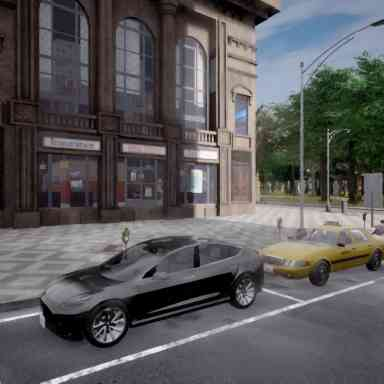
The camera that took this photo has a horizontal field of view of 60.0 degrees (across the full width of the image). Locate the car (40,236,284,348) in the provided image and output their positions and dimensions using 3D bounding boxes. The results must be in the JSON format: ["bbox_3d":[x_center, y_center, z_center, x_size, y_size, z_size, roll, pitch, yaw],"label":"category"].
[{"bbox_3d":[-0.494,1.566,6.301,4.313,1.339,1.947,0,0,-36],"label":"car"}]

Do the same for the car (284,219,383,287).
[{"bbox_3d":[3.793,1.526,9.363,4.829,1.417,1.752,0,0,-36],"label":"car"}]
